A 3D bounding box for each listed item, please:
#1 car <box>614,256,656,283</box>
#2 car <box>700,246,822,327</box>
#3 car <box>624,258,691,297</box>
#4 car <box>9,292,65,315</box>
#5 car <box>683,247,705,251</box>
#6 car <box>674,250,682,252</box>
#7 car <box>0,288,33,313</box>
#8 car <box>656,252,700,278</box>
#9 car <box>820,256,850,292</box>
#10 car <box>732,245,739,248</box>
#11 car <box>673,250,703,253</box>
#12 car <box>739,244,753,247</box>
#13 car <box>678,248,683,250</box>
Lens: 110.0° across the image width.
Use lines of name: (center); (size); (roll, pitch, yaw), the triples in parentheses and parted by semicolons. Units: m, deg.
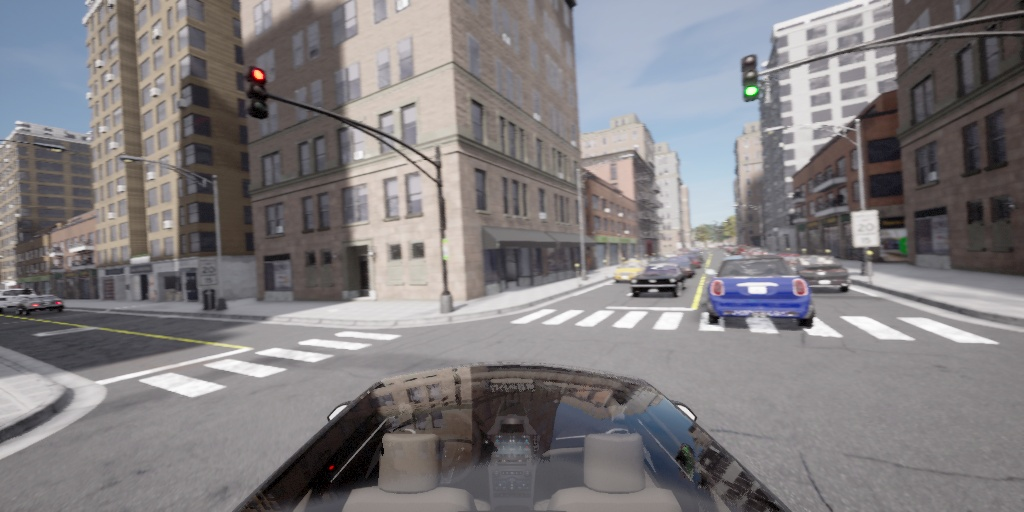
car: (7.891, 0.876, 23.340); (1.751, 1.417, 4.829); (0, 0, 29)
car: (6.609, 0.738, 9.992); (2.097, 1.767, 4.553); (-3, 0, 29)
car: (6.657, 1.006, 16.069); (1.895, 1.301, 4.718); (-3, 0, 30)
car: (-37.129, 3.797, 28.202); (5.357, 1.411, 2.033); (-4, 0, 30)
car: (21.493, 0.116, 42.306); (1.837, 1.490, 4.892); (-3, 0, 30)
car: (19.116, 0.305, 43.286); (2.007, 1.370, 4.403); (0, 0, 29)
car: (-46.089, 4.061, 33.180); (5.566, 2.045, 2.150); (-4, 0, 29)
car: (11.445, 0.697, 24.548); (2.033, 1.411, 5.357); (-3, 0, 30)
car: (12.169, 0.630, 14.600); (2.007, 1.370, 4.403); (0, 0, 29)
car: (28.882, -0.500, 44.299); (2.192, 1.841, 5.009); (0, 0, 29)
car: (16.356, 0.451, 33.263); (1.994, 1.385, 4.181); (-3, 0, 29)
car: (23.311, -0.076, 34.399); (1.967, 1.591, 4.097); (0, 0, 29)
car: (24.686, -0.104, 53.185); (1.967, 1.591, 4.097); (0, 0, 29)
